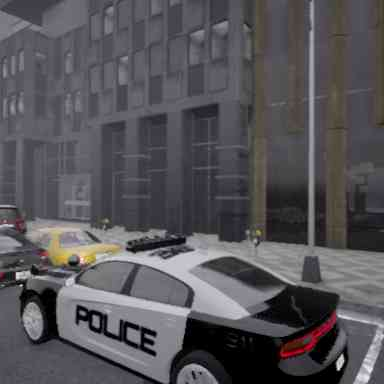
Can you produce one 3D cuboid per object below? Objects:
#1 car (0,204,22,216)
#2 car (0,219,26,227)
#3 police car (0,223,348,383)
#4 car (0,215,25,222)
[{"bbox_3d":[-8.322,1.381,12.819,5.009,1.841,2.192,0,0,36],"label":"car"},{"bbox_3d":[-5.364,1.570,8.326,4.674,1.442,1.812,0,-1,36],"label":"car"},{"bbox_3d":[-0.622,1.464,4.833,5.238,1.638,1.930,0,-1,36],"label":"police car"},{"bbox_3d":[-4.081,1.586,9.693,4.829,1.417,1.752,0,0,36],"label":"car"}]
